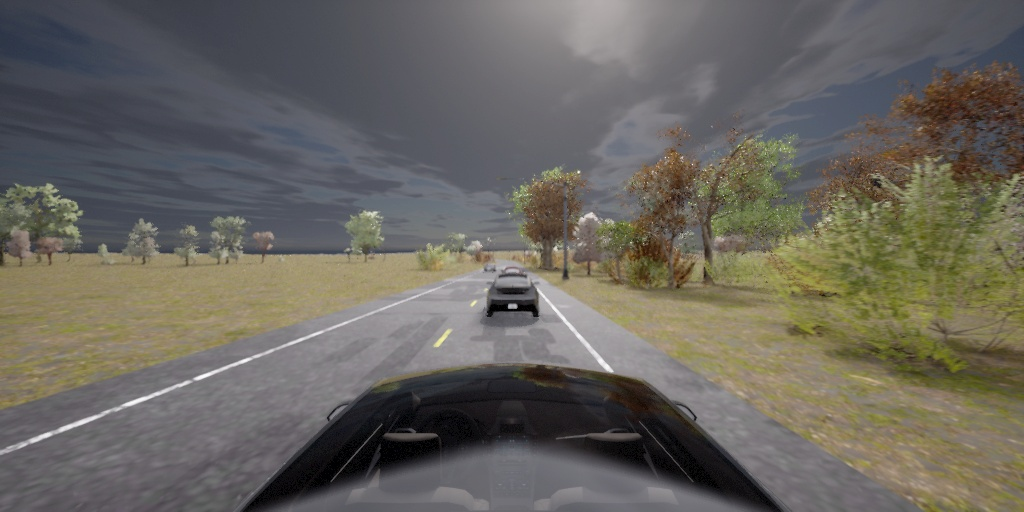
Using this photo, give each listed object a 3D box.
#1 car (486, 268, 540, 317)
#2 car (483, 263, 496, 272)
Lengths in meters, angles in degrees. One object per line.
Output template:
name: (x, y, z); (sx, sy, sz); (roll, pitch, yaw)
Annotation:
car: (0.044, 1.407, 14.072); (1.837, 1.490, 4.892); (0, 0, 0)
car: (-3.580, 1.885, 58.434); (2.128, 1.511, 4.902); (0, -1, 0)
